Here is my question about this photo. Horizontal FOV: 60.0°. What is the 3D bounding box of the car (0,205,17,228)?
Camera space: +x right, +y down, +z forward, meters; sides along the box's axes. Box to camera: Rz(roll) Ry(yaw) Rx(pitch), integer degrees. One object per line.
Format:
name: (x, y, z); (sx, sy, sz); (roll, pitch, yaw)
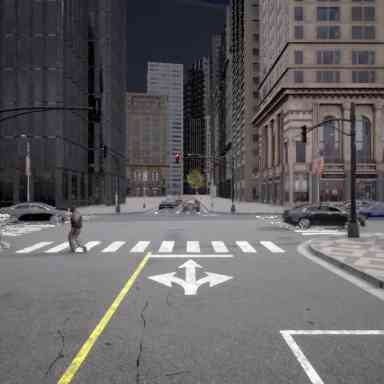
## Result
car: (-13.387, 1.607, 19.767); (4.718, 1.301, 1.895); (0, 0, 3)

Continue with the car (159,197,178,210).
car: (-3.211, 1.654, 42.897); (1.895, 1.301, 4.718); (0, 0, 0)

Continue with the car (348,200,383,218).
car: (14.993, 1.517, 26.777); (5.357, 1.411, 2.033); (0, 0, 0)

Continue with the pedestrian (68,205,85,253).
pedestrian: (-4.253, 1.292, 12.127); (0.375, 1.860, 0.375); (0, 0, 0)

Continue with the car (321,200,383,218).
car: (14.513, 1.488, 30.073); (4.902, 1.511, 2.128); (0, 0, -2)

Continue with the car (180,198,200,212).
car: (-0.085, 1.569, 38.916); (1.812, 1.442, 4.674); (0, 0, 2)

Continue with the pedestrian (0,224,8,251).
pedestrian: (-7.366, 1.576, 12.718); (0.375, 1.300, 0.375); (0, 0, 0)

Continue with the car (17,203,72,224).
car: (-11.059, 1.521, 23.837); (4.902, 1.511, 2.128); (0, 0, -10)

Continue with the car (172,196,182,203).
car: (-3.260, 1.610, 72.686); (1.882, 1.535, 5.008); (0, 0, 0)

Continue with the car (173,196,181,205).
car: (-3.250, 1.568, 52.293); (2.128, 1.511, 4.902); (0, 0, 0)

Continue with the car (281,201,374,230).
car: (7.887, 1.443, 20.043); (4.892, 1.490, 1.837); (0, 0, 0)

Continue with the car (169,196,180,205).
car: (-3.269, 1.610, 62.548); (1.837, 1.490, 4.892); (0, 0, 0)
